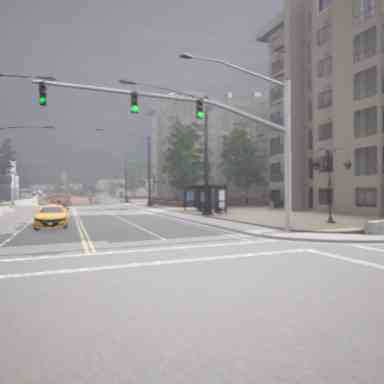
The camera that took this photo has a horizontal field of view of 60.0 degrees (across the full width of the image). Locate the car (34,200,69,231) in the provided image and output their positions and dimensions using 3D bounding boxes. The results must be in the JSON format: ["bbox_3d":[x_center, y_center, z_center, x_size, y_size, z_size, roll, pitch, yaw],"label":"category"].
[{"bbox_3d":[-9.209,1.588,21.892,1.882,1.535,5.008,0,0,-21],"label":"car"}]

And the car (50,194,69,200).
[{"bbox_3d":[-17.912,1.234,44.974,2.150,2.045,5.566,0,0,-21],"label":"car"}]
